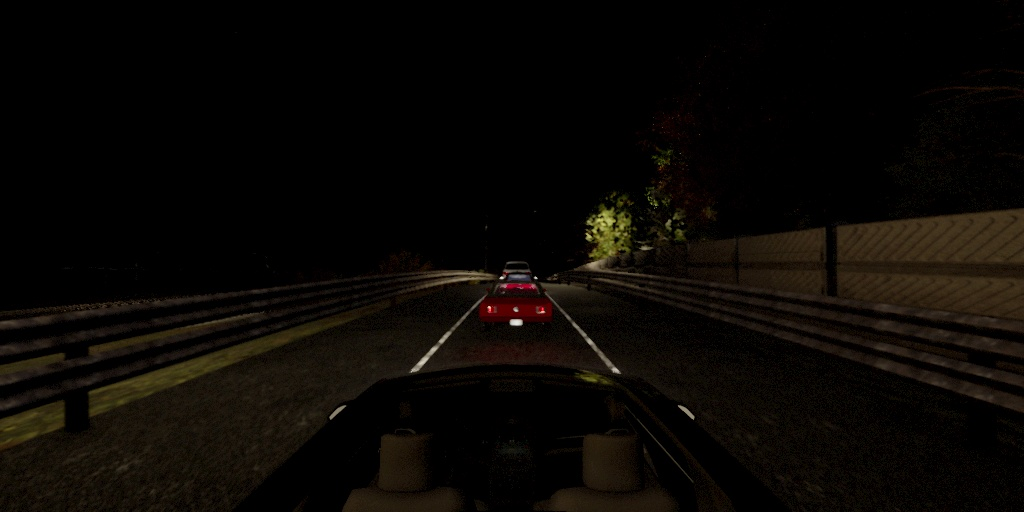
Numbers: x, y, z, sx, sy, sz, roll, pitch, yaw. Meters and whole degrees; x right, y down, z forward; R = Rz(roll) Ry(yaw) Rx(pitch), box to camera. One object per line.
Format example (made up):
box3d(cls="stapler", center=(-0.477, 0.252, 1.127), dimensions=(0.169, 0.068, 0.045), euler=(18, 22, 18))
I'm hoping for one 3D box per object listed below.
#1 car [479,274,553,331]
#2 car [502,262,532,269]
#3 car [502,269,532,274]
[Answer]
box3d(cls="car", center=(0.135, 1.401, 11.162), dimensions=(1.895, 1.301, 4.718), euler=(0, -1, 1))
box3d(cls="car", center=(0.391, 1.494, 27.655), dimensions=(2.150, 2.045, 5.566), euler=(0, -2, 1))
box3d(cls="car", center=(0.331, 1.493, 17.745), dimensions=(1.994, 1.385, 4.181), euler=(0, -1, 1))
